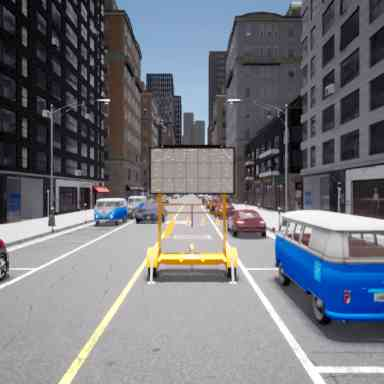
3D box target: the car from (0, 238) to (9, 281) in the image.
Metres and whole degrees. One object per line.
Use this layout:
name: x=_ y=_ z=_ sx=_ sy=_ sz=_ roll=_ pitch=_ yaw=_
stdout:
car: x=-5.666 y=1.438 z=6.839 sx=1.967 sy=1.590 sz=4.097 roll=0 pitch=0 yaw=0

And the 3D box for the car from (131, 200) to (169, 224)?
car: x=-2.989 y=1.558 z=24.862 sx=1.994 sy=1.385 sz=4.181 roll=0 pitch=0 yaw=0

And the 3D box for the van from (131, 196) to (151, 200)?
van: x=-5.655 y=1.334 z=34.345 sx=1.690 sy=1.788 sz=3.998 roll=0 pitch=0 yaw=0

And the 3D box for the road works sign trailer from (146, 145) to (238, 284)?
road works sign trailer: x=0.005 y=0.462 z=9.514 sx=2.380 sy=3.560 sz=2.880 roll=0 pitch=0 yaw=0

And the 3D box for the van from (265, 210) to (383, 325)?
van: x=2.859 y=1.339 z=6.835 sx=1.690 sy=1.788 sz=3.998 roll=0 pitch=0 yaw=0

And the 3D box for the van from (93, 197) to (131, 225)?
van: x=-5.659 y=1.335 z=23.343 sx=1.690 sy=1.788 sz=3.998 roll=0 pitch=0 yaw=0

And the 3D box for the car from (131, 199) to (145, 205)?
car: x=-5.657 y=1.544 z=28.843 sx=2.008 sy=1.369 sz=4.403 roll=0 pitch=0 yaw=0

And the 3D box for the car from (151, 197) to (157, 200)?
car: x=-5.652 y=1.559 z=39.846 sx=1.947 sy=1.339 sz=4.313 roll=0 pitch=0 yaw=0

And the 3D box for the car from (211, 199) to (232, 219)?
car: x=2.869 y=1.575 z=28.840 sx=1.802 sy=1.307 sz=4.206 roll=0 pitch=0 yaw=0

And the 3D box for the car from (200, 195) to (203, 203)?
car: x=2.880 y=1.545 z=56.347 sx=2.008 sy=1.369 sz=4.403 roll=0 pitch=0 yaw=0

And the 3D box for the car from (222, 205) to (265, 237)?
car: x=2.864 y=1.577 z=17.838 sx=1.802 sy=1.307 sz=4.206 roll=0 pitch=0 yaw=0

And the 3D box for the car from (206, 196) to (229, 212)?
car: x=2.871 y=1.308 z=34.341 sx=2.192 sy=1.841 sz=5.009 roll=0 pitch=0 yaw=0

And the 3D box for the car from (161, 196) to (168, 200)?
car: x=-5.645 y=1.560 z=56.350 sx=1.947 sy=1.339 sz=4.313 roll=0 pitch=0 yaw=0

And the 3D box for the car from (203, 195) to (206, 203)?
car: x=2.876 y=1.433 z=45.344 sx=1.967 sy=1.590 sz=4.097 roll=0 pitch=0 yaw=0

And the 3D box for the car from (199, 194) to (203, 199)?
car: x=2.885 y=1.563 z=67.349 sx=1.947 sy=1.339 sz=4.313 roll=0 pitch=0 yaw=0
